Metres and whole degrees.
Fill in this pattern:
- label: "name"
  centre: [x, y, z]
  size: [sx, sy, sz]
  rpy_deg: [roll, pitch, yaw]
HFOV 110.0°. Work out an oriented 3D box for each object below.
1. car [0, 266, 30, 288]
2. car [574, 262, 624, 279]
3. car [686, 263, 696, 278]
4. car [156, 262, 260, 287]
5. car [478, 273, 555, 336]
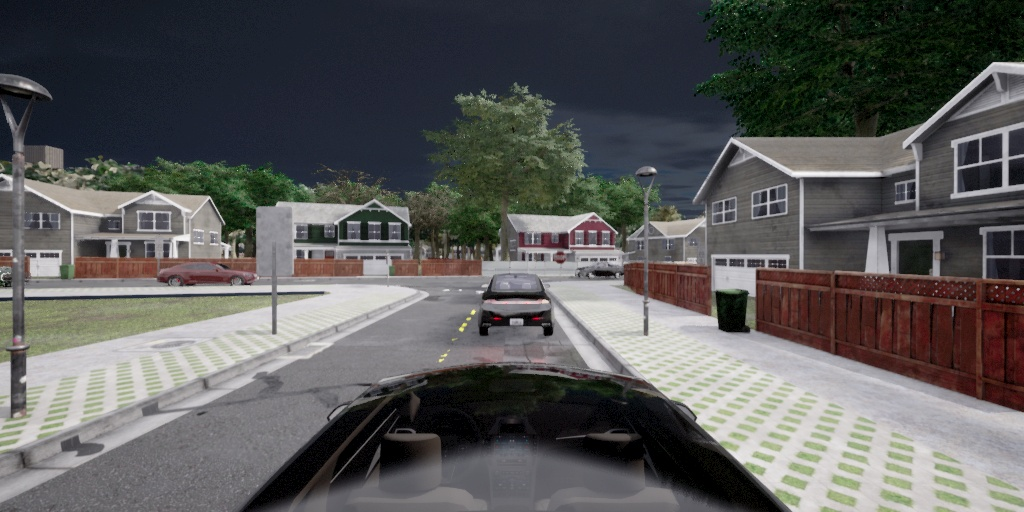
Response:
- label: "car"
  centre: [-27.173, 0.771, 17.431]
  size: [4.553, 1.767, 2.097]
  rpy_deg: [1, 0, -20]
- label: "car"
  centre: [8.189, 1.345, 33.423]
  size: [4.902, 1.511, 2.128]
  rpy_deg: [1, 0, -20]
- label: "car"
  centre: [19.592, 1.480, 34.450]
  size: [4.892, 1.490, 1.837]
  rpy_deg: [1, 0, -20]
- label: "car"
  centre: [-17.563, 1.069, 20.932]
  size: [4.674, 1.442, 1.812]
  rpy_deg: [1, 0, -20]
- label: "car"
  centre: [0.104, 1.239, 10.314]
  size: [2.128, 1.511, 4.902]
  rpy_deg: [0, 0, 0]
